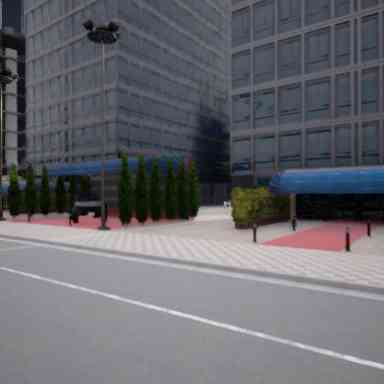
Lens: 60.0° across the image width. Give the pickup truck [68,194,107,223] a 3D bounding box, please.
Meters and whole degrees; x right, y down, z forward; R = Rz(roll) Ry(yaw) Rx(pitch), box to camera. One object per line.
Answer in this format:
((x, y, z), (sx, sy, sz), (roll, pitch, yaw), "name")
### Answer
((-8.247, 1.187, 25.836), (2.390, 2.098, 6.274), (0, 0, -24), "pickup truck")
